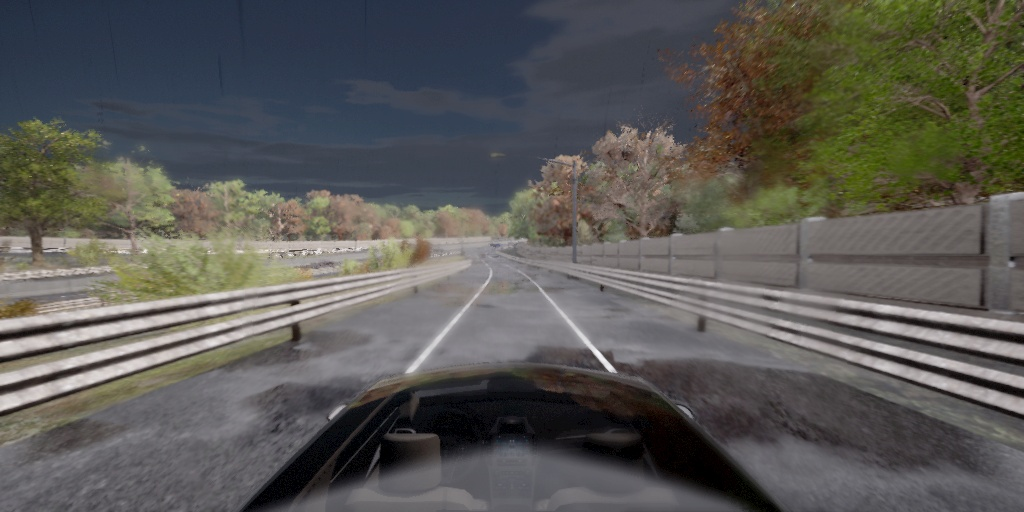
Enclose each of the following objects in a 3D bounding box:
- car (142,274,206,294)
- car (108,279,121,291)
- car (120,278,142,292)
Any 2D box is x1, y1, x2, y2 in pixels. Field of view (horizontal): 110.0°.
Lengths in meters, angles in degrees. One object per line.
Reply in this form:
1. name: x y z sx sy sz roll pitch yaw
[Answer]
1. car: -38.001 3.139 41.283 2.150 2.045 5.566 1 4 15
2. car: -44.816 3.282 42.899 2.128 1.511 4.902 1 4 15
3. car: -41.417 3.401 42.068 2.033 1.411 5.357 1 4 15
